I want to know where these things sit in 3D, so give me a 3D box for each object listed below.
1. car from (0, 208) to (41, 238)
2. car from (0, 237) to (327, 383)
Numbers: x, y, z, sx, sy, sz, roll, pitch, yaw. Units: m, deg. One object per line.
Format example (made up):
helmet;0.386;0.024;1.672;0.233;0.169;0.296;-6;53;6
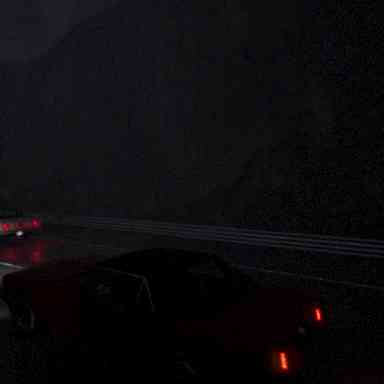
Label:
car;-8.766;1.322;14.284;4.718;1.301;1.895;1;1;29
car;-0.729;1.516;4.795;4.718;1.301;1.895;1;1;34
